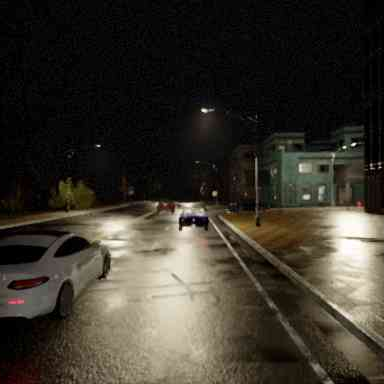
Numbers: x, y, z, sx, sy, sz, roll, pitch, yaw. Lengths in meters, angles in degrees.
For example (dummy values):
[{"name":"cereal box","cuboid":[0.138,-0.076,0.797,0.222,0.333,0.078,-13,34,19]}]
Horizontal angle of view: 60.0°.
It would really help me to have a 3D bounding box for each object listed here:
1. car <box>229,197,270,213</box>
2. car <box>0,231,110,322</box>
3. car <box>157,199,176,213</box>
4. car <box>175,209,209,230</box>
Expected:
[{"name":"car","cuboid":[6.559,1.441,38.077,4.553,1.767,2.097,-1,-1,-14]},{"name":"car","cuboid":[-3.151,1.576,7.246,1.812,1.442,4.674,0,0,0]},{"name":"car","cuboid":[-3.145,1.631,41.389,2.097,1.767,4.553,0,0,0]},{"name":"car","cuboid":[0.101,1.752,22.135,1.895,1.301,4.718,0,0,0]}]
